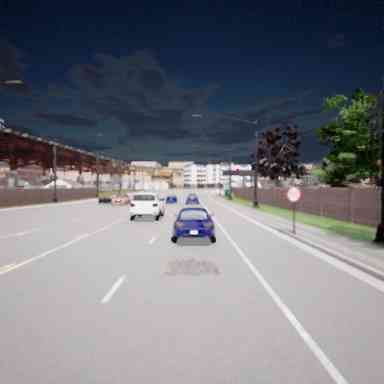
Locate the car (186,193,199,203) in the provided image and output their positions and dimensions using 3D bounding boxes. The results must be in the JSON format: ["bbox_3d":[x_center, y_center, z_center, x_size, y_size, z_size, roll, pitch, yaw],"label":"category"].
[{"bbox_3d":[0.080,1.008,55.086,2.097,1.767,4.553,0,1,0],"label":"car"}]

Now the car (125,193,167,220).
[{"bbox_3d":[-3.414,1.063,26.025,2.150,2.045,5.566,0,1,0],"label":"car"}]

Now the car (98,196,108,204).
[{"bbox_3d":[-14.020,1.253,54.874,1.895,1.301,4.718,0,1,0],"label":"car"}]

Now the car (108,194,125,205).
[{"bbox_3d":[-10.525,1.046,49.452,2.097,1.767,4.553,0,1,0],"label":"car"}]

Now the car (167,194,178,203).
[{"bbox_3d":[-3.420,1.112,57.026,1.882,1.535,5.008,0,1,0],"label":"car"}]

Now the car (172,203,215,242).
[{"bbox_3d":[0.082,1.431,15.542,1.812,1.442,4.674,0,0,0],"label":"car"}]
